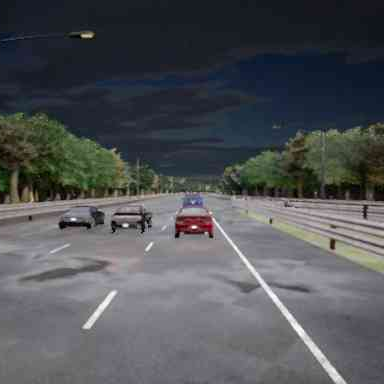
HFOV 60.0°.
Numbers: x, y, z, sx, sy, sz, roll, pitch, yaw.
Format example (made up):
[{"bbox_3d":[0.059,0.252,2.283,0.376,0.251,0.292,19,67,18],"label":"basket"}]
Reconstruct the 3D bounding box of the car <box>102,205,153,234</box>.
[{"bbox_3d":[-3.402,1.497,19.478,2.128,1.511,4.902,0,0,0],"label":"car"}]

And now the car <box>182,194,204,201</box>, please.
[{"bbox_3d":[0.097,1.237,37.162,2.150,2.045,5.566,0,0,0],"label":"car"}]

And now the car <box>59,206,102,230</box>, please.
[{"bbox_3d":[-6.900,1.568,21.360,1.994,1.385,4.181,0,0,0],"label":"car"}]

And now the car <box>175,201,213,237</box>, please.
[{"bbox_3d":[0.099,1.484,17.968,1.882,1.535,5.008,0,0,0],"label":"car"}]

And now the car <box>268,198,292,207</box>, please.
[{"bbox_3d":[11.728,1.583,45.211,1.882,1.535,5.008,0,0,-13],"label":"car"}]
